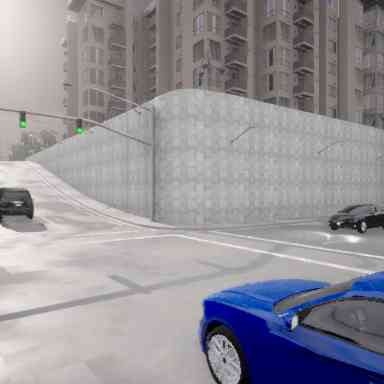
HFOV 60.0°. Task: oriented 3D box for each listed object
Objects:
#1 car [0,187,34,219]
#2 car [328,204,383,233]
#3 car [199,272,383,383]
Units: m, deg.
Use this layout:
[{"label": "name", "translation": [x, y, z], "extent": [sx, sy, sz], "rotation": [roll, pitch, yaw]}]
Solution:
[{"label": "car", "translation": [-12.736, 0.664, 23.527], "extent": [2.150, 2.045, 5.566], "rotation": [0, 6, -36]}, {"label": "car", "translation": [10.066, 1.505, 19.780], "extent": [4.892, 1.490, 1.837], "rotation": [0, 0, -36]}, {"label": "car", "translation": [2.042, 1.482, 2.970], "extent": [1.882, 1.535, 5.008], "rotation": [0, 0, -36]}]
